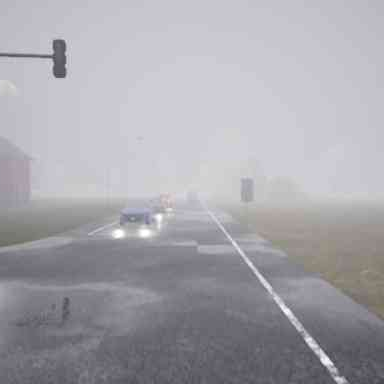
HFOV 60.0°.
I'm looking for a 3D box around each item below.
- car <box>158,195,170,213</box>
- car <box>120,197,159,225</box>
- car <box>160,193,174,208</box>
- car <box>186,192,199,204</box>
[{"bbox_3d":[-3.576,1.335,32.537,1.994,1.385,4.181,0,0,0],"label":"car"},{"bbox_3d":[-3.589,1.323,22.642,1.882,1.535,5.008,0,0,0],"label":"car"},{"bbox_3d":[-3.519,1.046,42.560,2.097,1.767,4.553,0,0,1],"label":"car"},{"bbox_3d":[0.125,1.148,53.153,2.033,1.411,5.357,0,0,-1],"label":"car"}]
